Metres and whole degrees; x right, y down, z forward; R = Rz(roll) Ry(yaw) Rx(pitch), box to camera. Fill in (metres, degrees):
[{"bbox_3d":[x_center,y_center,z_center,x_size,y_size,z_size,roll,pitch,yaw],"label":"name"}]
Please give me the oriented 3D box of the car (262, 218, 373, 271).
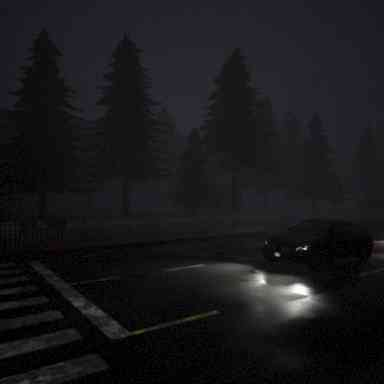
[{"bbox_3d":[4.485,1.651,11.489,4.674,1.442,1.812,1,-1,-36],"label":"car"}]
